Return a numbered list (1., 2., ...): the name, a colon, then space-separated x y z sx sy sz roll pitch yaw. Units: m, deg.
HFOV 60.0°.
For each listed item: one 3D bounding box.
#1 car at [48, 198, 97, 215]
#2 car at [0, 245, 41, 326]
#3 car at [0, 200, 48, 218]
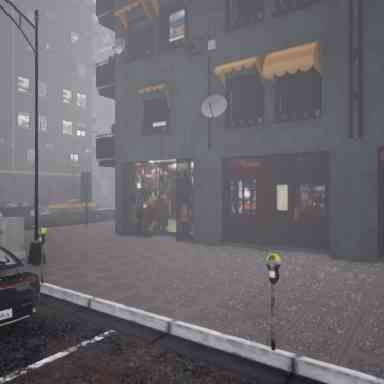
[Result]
1. car: -11.018 1.253 30.513 1.752 1.417 4.829 1 1 35
2. car: -4.518 1.552 6.085 4.403 1.369 2.008 0 0 35
3. car: -14.103 1.353 26.085 2.008 1.369 4.403 1 1 35
